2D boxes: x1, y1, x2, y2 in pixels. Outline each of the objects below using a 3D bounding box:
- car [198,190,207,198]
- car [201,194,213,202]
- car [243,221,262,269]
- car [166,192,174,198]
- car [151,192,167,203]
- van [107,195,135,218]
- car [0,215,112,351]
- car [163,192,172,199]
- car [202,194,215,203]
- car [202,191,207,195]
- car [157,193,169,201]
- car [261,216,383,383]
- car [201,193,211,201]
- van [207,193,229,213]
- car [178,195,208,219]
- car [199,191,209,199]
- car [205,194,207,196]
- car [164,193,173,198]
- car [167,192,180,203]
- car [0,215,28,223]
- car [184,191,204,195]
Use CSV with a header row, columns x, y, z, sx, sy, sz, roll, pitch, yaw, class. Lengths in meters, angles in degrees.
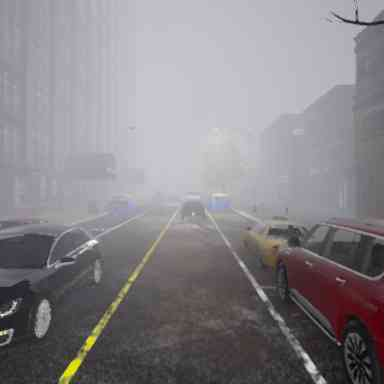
x,y,z,sx,sy,sz,roll,pitch,yaw,class
2.678,0.535,88.074,2.192,1.841,5.009,1,1,0,car
2.683,1.067,60.346,1.802,1.307,4.206,1,1,0,car
2.698,1.442,10.601,1.752,1.417,4.829,1,0,0,car
-5.705,0.747,87.901,1.752,1.417,4.829,1,1,0,car
-5.696,1.118,54.797,1.802,1.307,4.206,1,1,0,car
-5.684,1.121,27.065,1.690,1.788,3.998,1,0,0,van
-3.101,1.455,6.379,1.837,1.490,4.892,0,0,0,car
-5.702,0.854,76.808,1.752,1.417,4.829,1,1,0,car
2.685,1.080,54.801,1.887,1.381,4.507,1,1,0,car
2.689,1.076,43.707,1.967,1.590,4.097,1,1,0,car
-5.698,0.960,65.717,1.752,1.417,4.829,1,1,0,car
2.703,1.277,4.882,2.192,1.841,5.009,1,0,0,car
2.682,0.957,66.062,1.752,1.417,4.829,1,1,0,car
2.694,1.074,32.614,1.690,1.788,3.998,1,0,0,van
0.093,1.290,26.526,1.837,1.490,4.892,0,1,0,car
2.681,0.642,76.981,2.192,1.841,5.009,1,1,0,car
2.689,1.250,38.162,1.947,1.339,4.313,1,1,0,car
-5.704,0.839,82.526,1.947,1.339,4.313,1,1,0,car
-3.042,1.013,56.522,2.128,1.511,4.902,0,0,1,car
-5.683,1.463,10.427,1.887,1.381,4.507,1,0,0,car
0.089,0.848,44.782,2.150,2.045,5.566,0,1,0,car
